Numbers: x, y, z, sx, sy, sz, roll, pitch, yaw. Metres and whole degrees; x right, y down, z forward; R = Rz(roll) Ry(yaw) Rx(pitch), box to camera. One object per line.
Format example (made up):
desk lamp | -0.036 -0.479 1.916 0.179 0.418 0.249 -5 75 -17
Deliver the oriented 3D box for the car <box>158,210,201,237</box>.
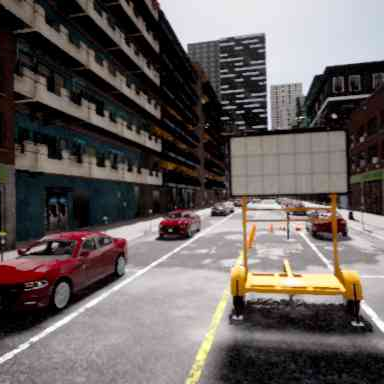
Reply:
car | -0.627 1.748 19.393 1.887 1.381 4.507 -1 0 13

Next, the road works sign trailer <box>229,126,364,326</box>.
road works sign trailer | 2.050 0.476 7.145 2.380 3.560 2.880 -2 -1 13

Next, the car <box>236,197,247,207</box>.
car | 8.031 1.908 58.270 1.887 1.381 4.507 -1 -1 13

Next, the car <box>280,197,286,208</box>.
car | 12.012 1.610 39.908 1.887 1.381 4.507 -1 0 13

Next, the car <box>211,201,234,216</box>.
car | 3.084 1.820 36.055 2.008 1.369 4.403 -1 0 13

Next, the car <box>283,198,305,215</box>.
car | 10.776 1.625 34.354 1.802 1.307 4.206 -1 0 13

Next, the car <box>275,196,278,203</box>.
car | 16.995 1.690 62.287 1.752 1.417 4.829 -1 -1 13

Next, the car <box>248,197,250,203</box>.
car | 12.979 2.020 80.484 1.887 1.381 4.507 -1 -1 13

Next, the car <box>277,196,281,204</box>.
car | 14.522 1.639 51.181 1.752 1.417 4.829 -1 -1 13

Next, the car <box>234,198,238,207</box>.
car | 4.283 1.816 41.443 1.752 1.417 4.829 -1 0 13

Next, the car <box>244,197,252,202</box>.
car | 15.453 2.080 91.592 1.887 1.381 4.507 -1 -1 13

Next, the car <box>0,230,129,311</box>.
car | -3.100 1.708 8.286 1.887 1.381 4.507 -1 0 13

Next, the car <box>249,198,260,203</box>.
car | 15.133 1.995 78.381 1.895 1.301 4.718 -2 -1 13

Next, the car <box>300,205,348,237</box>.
car | 7.065 1.560 17.692 1.802 1.307 4.206 -1 0 13

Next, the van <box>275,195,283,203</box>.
van | 20.666 1.591 78.784 1.690 1.788 3.998 -1 -1 13

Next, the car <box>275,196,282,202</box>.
car | 21.943 1.806 84.502 1.752 1.417 4.829 -1 -1 13

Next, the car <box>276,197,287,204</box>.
car | 18.196 1.773 67.674 1.802 1.307 4.206 -1 -1 13

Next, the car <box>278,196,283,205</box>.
car | 13.249 1.633 45.461 1.887 1.381 4.507 -1 0 13
